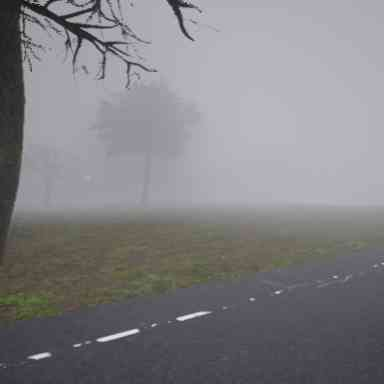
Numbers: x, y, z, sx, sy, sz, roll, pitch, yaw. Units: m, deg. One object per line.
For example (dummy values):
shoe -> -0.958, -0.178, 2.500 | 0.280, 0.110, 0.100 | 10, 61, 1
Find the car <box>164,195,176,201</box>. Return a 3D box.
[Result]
car -> -6.228, 1.721, 94.866 | 2.097, 1.767, 4.553 | 3, -2, -28
